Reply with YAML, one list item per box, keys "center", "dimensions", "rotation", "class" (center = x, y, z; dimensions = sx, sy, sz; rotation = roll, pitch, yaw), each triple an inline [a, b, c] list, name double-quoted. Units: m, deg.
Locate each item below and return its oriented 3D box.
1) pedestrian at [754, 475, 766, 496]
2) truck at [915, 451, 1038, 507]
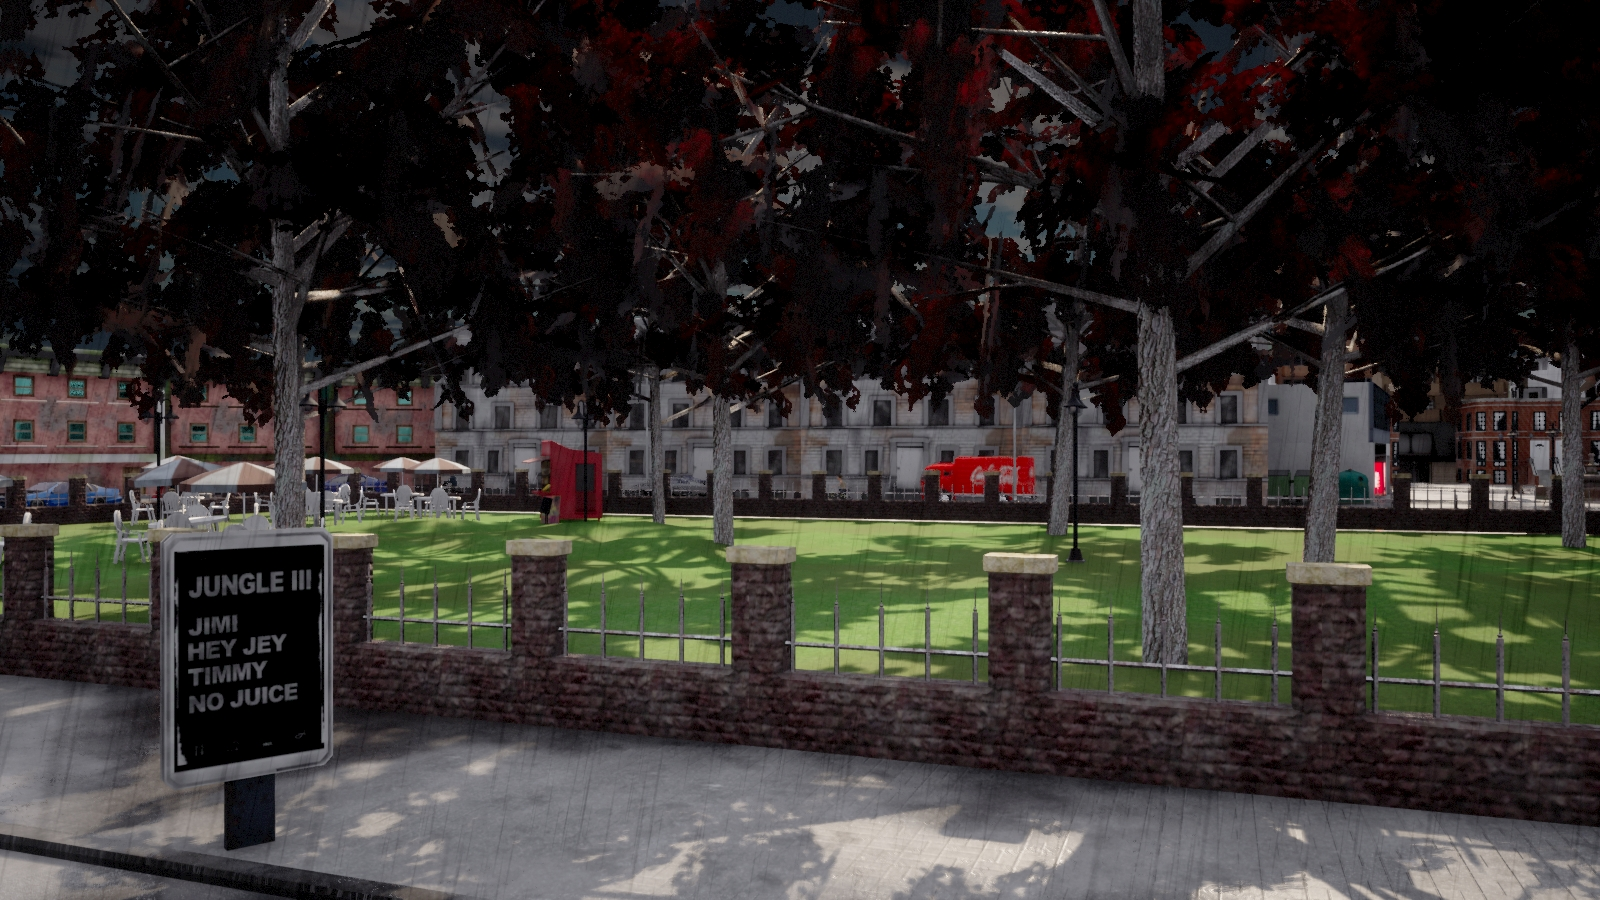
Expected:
- center: [-2.150, 1.914, 61.475]
  dimensions: [0.500, 1.100, 0.500]
  rotation: [0, 0, 11]
  class: "pedestrian"
- center: [8.260, 1.336, 53.248]
  dimensions: [5.204, 2.467, 2.627]
  rotation: [-1, 0, 20]
  class: "truck"
